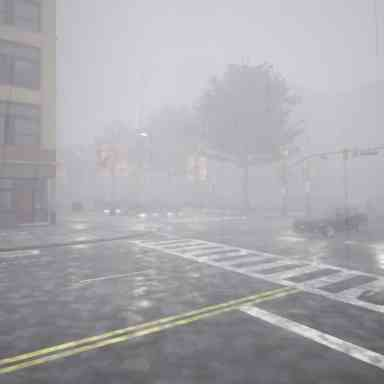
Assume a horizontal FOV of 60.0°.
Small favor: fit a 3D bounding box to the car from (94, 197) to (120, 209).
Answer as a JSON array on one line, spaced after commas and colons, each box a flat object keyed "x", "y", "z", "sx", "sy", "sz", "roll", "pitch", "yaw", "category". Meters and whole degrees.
[{"x": -11.694, "y": 1.483, "z": 44.868, "sx": 1.882, "sy": 1.535, "sz": 5.008, "roll": 0, "pitch": 0, "yaw": -35, "category": "car"}]

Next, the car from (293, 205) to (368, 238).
[{"x": 7.534, "y": 1.483, "z": 17.993, "sx": 5.008, "sy": 1.535, "sz": 1.882, "roll": 0, "pitch": 0, "yaw": -36, "category": "car"}]

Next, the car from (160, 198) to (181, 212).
[{"x": -3.209, "y": 1.511, "z": 39.047, "sx": 1.837, "sy": 1.490, "sz": 4.892, "roll": 0, "pitch": 0, "yaw": -36, "category": "car"}]

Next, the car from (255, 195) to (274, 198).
[{"x": 16.185, "y": 1.338, "z": 72.059, "sx": 2.002, "sy": 1.452, "sz": 4.674, "roll": 0, "pitch": 0, "yaw": -36, "category": "car"}]

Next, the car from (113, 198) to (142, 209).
[{"x": -9.260, "y": 1.554, "z": 47.488, "sx": 2.033, "sy": 1.411, "sz": 5.357, "roll": 0, "pitch": 0, "yaw": -35, "category": "car"}]

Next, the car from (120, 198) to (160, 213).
[{"x": -5.863, "y": 1.510, "z": 36.745, "sx": 1.837, "sy": 1.490, "sz": 4.892, "roll": 0, "pitch": 0, "yaw": -36, "category": "car"}]

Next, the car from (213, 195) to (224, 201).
[{"x": 5.698, "y": 1.430, "z": 79.527, "sx": 2.161, "sy": 1.482, "sz": 4.786, "roll": 0, "pitch": 0, "yaw": -36, "category": "car"}]
